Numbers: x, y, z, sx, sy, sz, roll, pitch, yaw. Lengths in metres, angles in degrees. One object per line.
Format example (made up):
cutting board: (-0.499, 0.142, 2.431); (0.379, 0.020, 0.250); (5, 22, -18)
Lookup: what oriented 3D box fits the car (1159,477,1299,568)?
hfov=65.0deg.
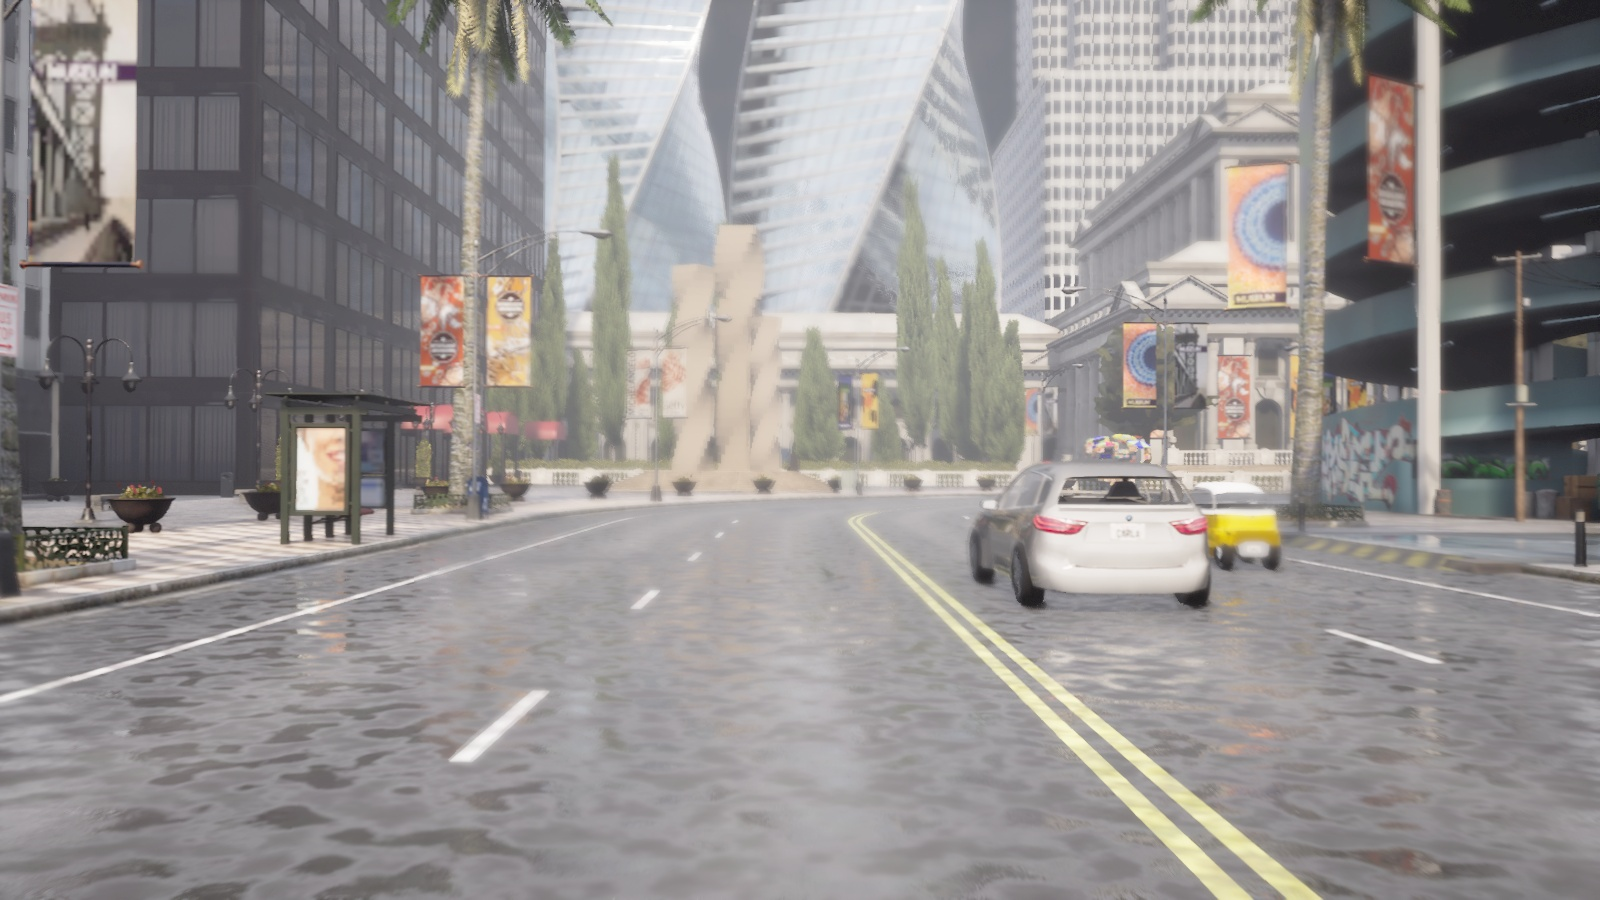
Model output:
car: (6.996, 1.151, 20.657); (1.481, 1.376, 2.207); (0, 0, -2)

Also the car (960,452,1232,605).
car: (3.546, 0.887, 16.086); (2.242, 1.667, 4.611); (0, -1, -2)
